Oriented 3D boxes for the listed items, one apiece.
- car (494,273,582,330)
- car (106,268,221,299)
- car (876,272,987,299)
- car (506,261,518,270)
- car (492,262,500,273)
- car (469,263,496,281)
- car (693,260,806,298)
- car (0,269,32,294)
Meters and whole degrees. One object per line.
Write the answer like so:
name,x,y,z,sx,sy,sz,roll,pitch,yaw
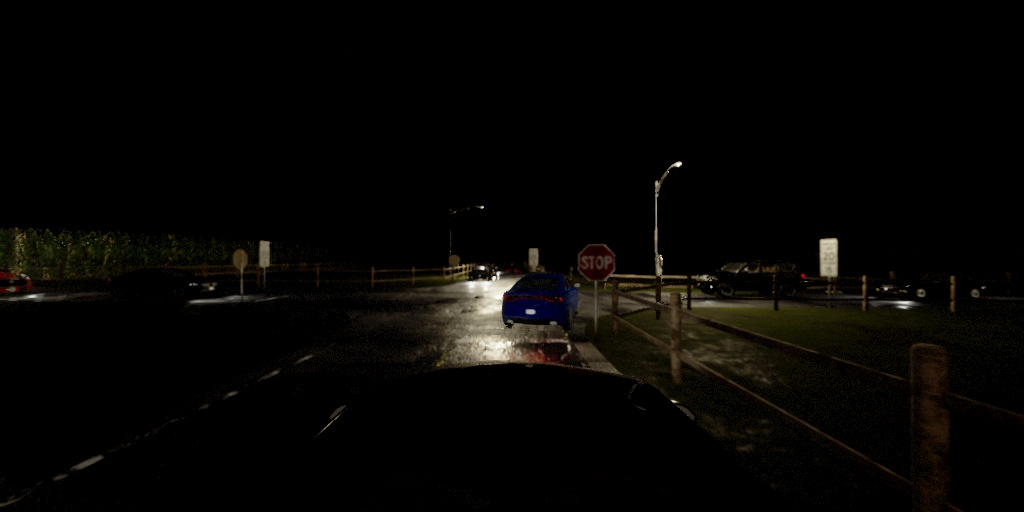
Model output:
car,1.131,1.319,11.734,1.882,1.535,5.008,-1,-1,15
car,-17.071,1.302,17.637,4.674,1.442,1.812,0,0,1
car,23.511,1.626,20.191,4.892,1.490,1.837,1,0,1
car,0.017,1.671,65.070,2.097,1.767,4.553,0,-1,0
car,-2.835,1.634,43.742,1.837,1.490,4.892,0,-1,0
car,-2.841,1.602,33.657,1.994,1.385,4.181,0,-1,1
car,13.353,1.257,20.310,5.566,2.045,2.150,0,0,1
car,-27.003,1.051,17.740,4.553,1.767,2.097,0,0,1
